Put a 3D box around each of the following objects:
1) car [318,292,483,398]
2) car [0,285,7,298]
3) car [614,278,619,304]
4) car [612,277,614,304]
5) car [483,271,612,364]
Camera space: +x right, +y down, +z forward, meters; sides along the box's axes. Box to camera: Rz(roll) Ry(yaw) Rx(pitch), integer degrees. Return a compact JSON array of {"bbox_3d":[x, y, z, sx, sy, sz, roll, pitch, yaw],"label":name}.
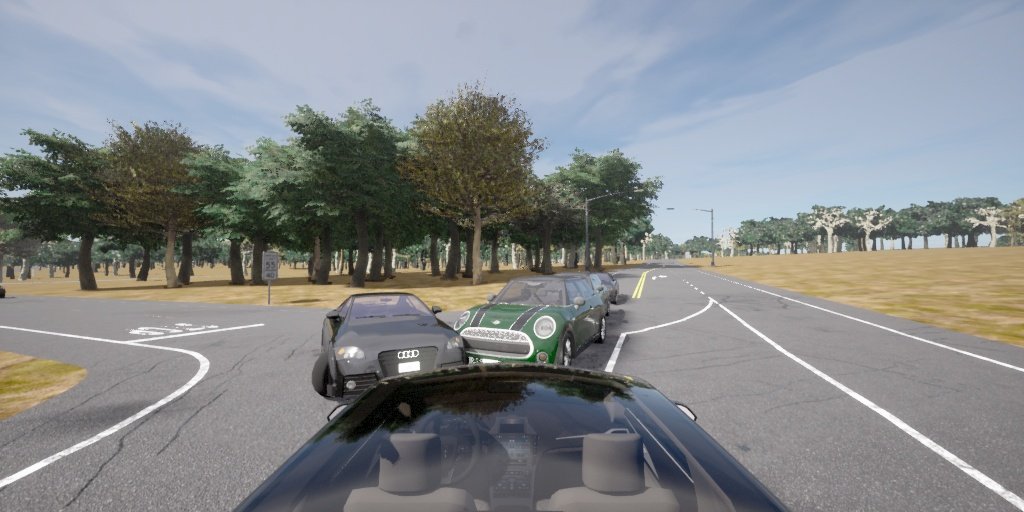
[{"bbox_3d":[-2.350,1.375,6.587,1.994,1.385,4.181,1,-2,-29],"label":"car"},{"bbox_3d":[-40.845,2.559,27.369,4.181,1.385,1.994,-2,-3,22],"label":"car"},{"bbox_3d":[4.228,1.508,17.829,1.994,1.385,4.181,-1,0,19],"label":"car"},{"bbox_3d":[2.031,1.343,12.103,2.097,1.767,4.553,-1,-1,21],"label":"car"},{"bbox_3d":[0.623,1.217,7.791,2.097,1.767,4.553,-1,-2,26],"label":"car"}]
